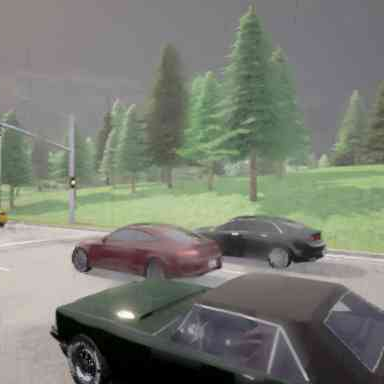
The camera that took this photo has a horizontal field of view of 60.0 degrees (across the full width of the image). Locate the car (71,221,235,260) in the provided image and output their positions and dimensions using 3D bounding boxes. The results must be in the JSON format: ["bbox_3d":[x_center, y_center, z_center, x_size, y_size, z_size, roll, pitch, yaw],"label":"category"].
[{"bbox_3d":[-1.385,1.578,9.274,4.674,1.442,1.812,-1,-1,36],"label":"car"}]

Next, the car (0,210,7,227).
[{"bbox_3d":[-14.828,1.680,23.162,5.008,1.535,1.882,-1,0,35],"label":"car"}]

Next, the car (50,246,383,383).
[{"bbox_3d":[0.541,1.613,3.608,4.718,1.301,1.895,-1,0,35],"label":"car"}]

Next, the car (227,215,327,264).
[{"bbox_3d":[1.912,1.544,11.225,4.892,1.490,1.837,0,0,35],"label":"car"}]
